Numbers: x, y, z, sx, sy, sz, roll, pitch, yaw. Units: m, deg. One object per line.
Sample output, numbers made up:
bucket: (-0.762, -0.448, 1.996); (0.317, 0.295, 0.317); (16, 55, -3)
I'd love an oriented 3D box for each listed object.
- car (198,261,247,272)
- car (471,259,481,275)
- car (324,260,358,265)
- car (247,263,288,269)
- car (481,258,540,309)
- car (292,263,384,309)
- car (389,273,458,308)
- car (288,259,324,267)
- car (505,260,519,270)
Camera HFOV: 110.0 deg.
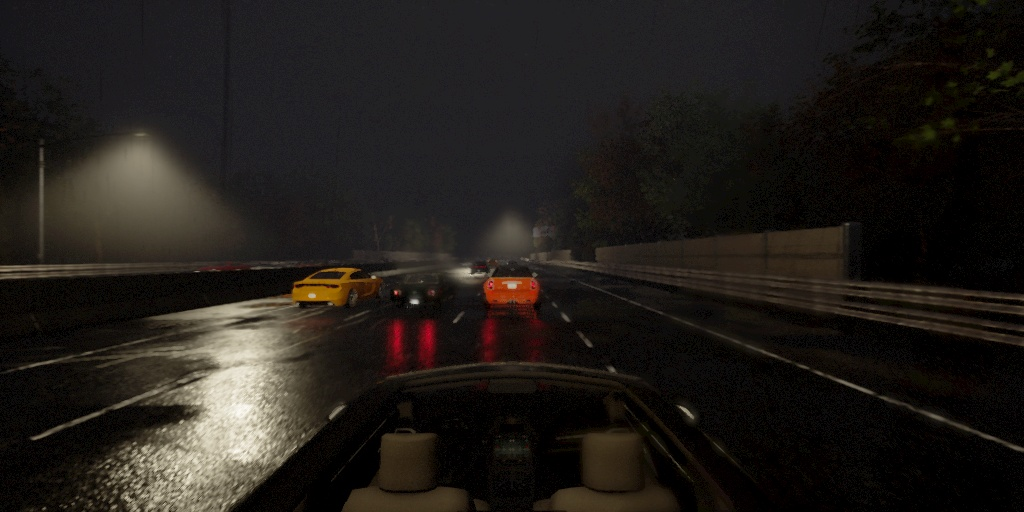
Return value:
car: (-28.037, 1.277, 35.181); (1.882, 1.535, 5.008); (0, 0, 0)
car: (-3.468, 1.311, 40.371); (1.837, 1.490, 4.892); (0, 0, 0)
car: (-17.539, 1.309, 38.059); (1.837, 1.490, 4.892); (0, -1, 0)
car: (-24.539, 1.403, 37.174); (1.895, 1.301, 4.718); (0, 0, 0)
car: (0.013, 1.121, 15.200); (2.097, 1.767, 4.553); (0, 0, 0)
car: (-6.991, 1.247, 15.026); (1.882, 1.535, 5.008); (0, 0, 0)
car: (-3.486, 1.370, 15.146); (1.895, 1.301, 4.718); (0, 0, 0)
car: (-21.035, 1.154, 38.049); (2.097, 1.767, 4.553); (0, 0, 0)
car: (0.047, 1.388, 54.387); (1.994, 1.385, 4.181); (0, 0, 0)
